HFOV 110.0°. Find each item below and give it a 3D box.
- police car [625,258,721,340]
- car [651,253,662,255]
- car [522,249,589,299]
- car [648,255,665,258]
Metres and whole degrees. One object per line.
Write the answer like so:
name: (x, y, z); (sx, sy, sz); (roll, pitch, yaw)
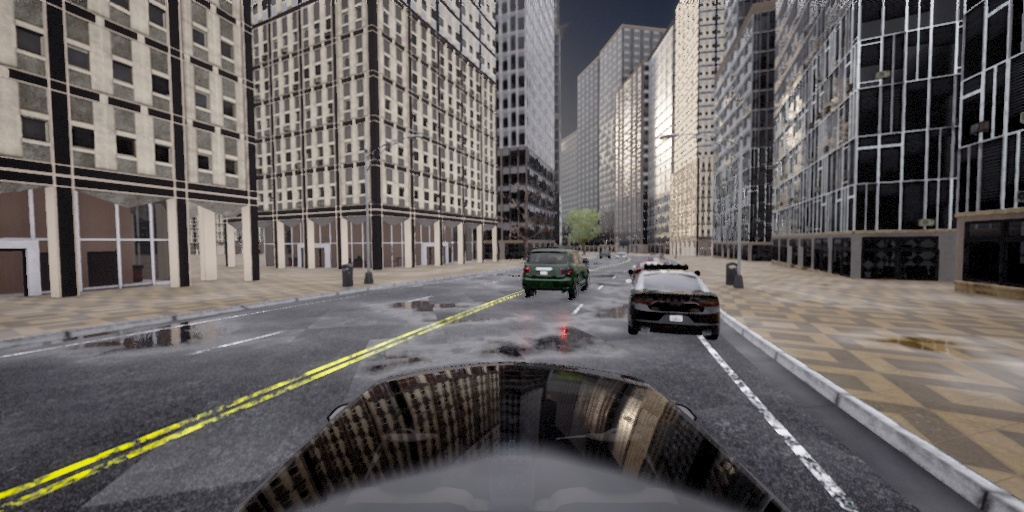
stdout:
police car: (4.163, 1.026, 9.771); (1.930, 1.638, 5.238); (0, 1, 18)
car: (18.113, 0.491, 45.289); (2.033, 1.411, 5.357); (1, 1, 26)
car: (2.135, 0.706, 16.369); (2.150, 2.045, 5.566); (0, 1, 20)
car: (7.394, 0.914, 18.856); (1.882, 1.535, 5.008); (0, 1, 21)
